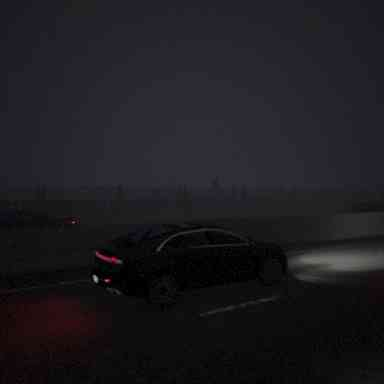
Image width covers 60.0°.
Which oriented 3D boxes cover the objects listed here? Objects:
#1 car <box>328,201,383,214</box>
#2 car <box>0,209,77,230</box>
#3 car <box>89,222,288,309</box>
[{"bbox_3d":[10.919,1.458,21.434,4.902,1.511,2.128,0,0,-23],"label":"car"},{"bbox_3d":[-8.132,1.491,15.215,5.357,1.411,2.033,0,0,-34],"label":"car"},{"bbox_3d":[0.148,1.471,7.797,4.902,1.511,2.128,0,0,-33],"label":"car"}]
